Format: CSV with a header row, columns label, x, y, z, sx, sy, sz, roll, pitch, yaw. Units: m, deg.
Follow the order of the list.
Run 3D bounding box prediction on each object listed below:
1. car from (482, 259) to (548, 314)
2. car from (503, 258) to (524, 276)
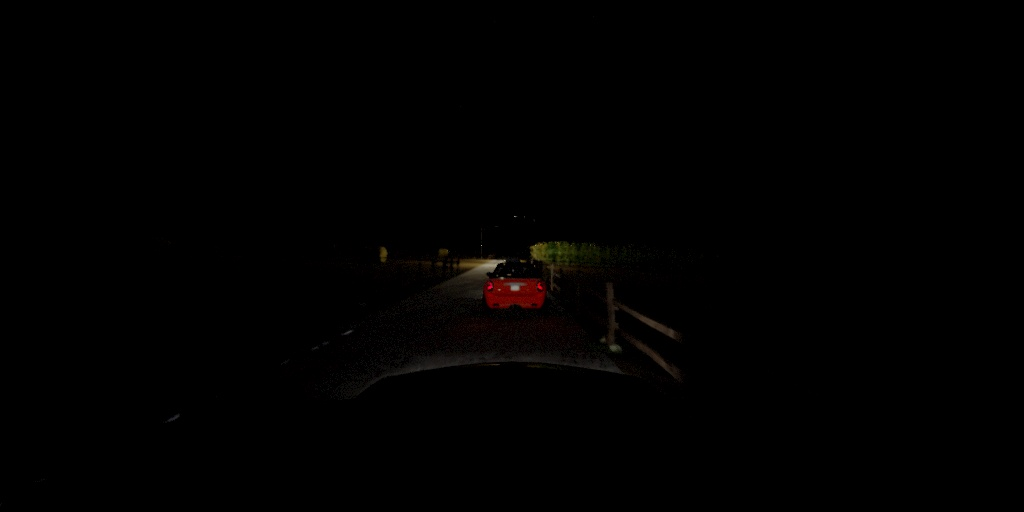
label,x,y,z,sx,sy,sz,roll,pitch,yaw
car,0.098,0.995,13.304,2.097,1.767,4.553,0,1,0
car,0.084,0.961,33.287,1.812,1.442,4.674,0,1,0
